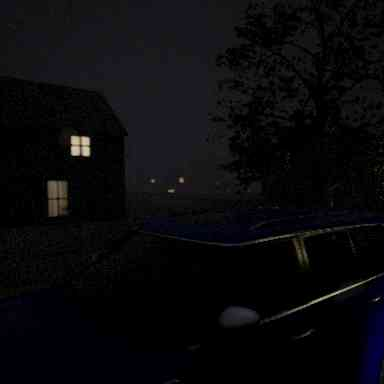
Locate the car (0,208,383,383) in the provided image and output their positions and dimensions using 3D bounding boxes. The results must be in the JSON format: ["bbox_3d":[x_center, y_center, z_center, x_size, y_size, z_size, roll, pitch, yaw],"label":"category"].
[{"bbox_3d":[0.264,1.231,3.282,5.566,2.045,2.150,0,0,-37],"label":"car"}]
